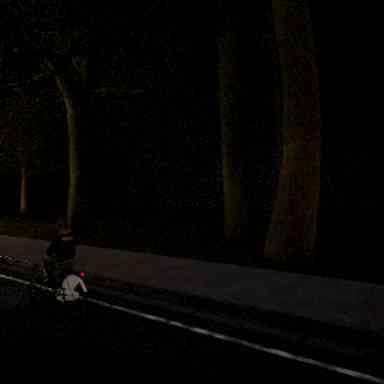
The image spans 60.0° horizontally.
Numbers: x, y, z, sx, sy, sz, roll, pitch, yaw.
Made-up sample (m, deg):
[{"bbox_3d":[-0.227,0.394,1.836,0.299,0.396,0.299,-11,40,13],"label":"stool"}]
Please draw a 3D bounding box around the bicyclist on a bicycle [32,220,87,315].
[{"bbox_3d":[-2.684,1.435,6.570,1.843,1.776,0.659,-1,0,35],"label":"bicyclist on a bicycle"}]
